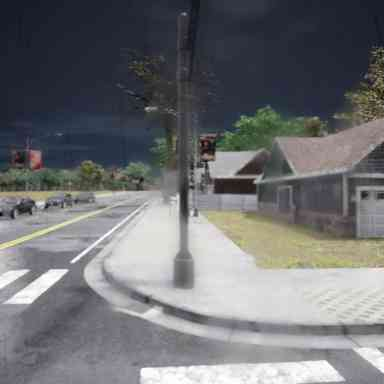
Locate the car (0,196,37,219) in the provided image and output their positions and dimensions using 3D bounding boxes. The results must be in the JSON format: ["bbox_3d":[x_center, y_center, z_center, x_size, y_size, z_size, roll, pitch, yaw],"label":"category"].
[{"bbox_3d":[-12.686,1.028,23.578,2.128,1.511,4.902,0,1,-4],"label":"car"}]

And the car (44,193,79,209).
[{"bbox_3d":[-13.402,0.854,33.796,1.837,1.490,4.892,0,1,-4],"label":"car"}]

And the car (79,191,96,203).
[{"bbox_3d":[-14.080,0.679,44.034,1.837,1.490,4.892,0,1,-3],"label":"car"}]
